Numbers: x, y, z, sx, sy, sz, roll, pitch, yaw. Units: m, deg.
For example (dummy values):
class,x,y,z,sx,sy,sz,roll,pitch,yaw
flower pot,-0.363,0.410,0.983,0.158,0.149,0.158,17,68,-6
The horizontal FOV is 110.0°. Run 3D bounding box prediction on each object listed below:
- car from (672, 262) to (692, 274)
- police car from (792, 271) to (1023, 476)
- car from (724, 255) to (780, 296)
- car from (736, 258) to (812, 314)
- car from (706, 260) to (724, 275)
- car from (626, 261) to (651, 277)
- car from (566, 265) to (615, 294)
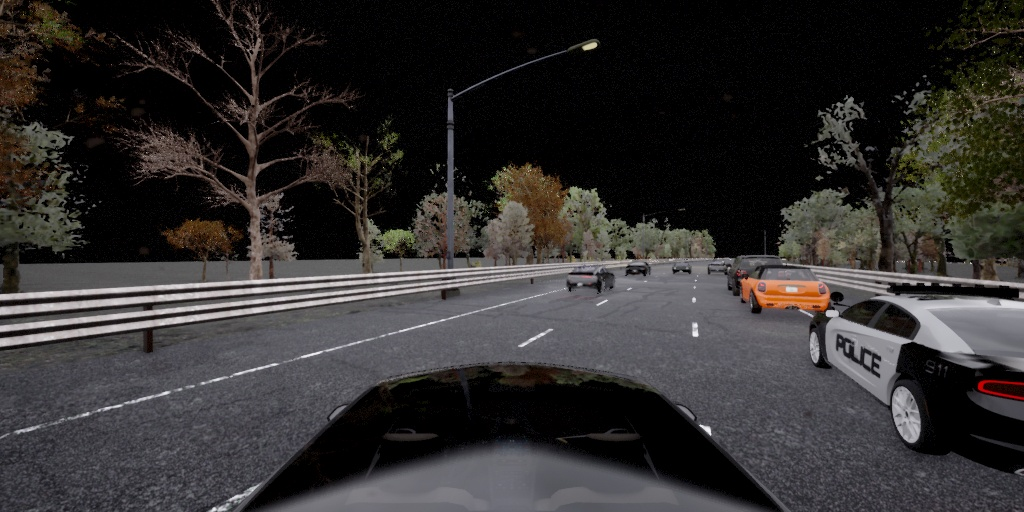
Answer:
class,x,y,z,sx,sy,sz,roll,pitch,yaw
car,19.393,1.367,40.789,1.895,1.301,4.718,0,0,29
police car,5.614,1.174,4.707,1.930,1.638,5.238,0,0,26
car,12.671,0.977,18.754,2.150,2.045,5.566,0,0,27
car,9.950,1.101,13.423,2.097,1.767,4.553,0,0,27
car,22.503,1.258,39.304,2.128,1.511,4.902,0,0,29
car,12.668,1.238,35.737,1.882,1.535,5.008,0,0,28
car,4.547,1.242,20.286,2.128,1.511,4.902,0,0,27
